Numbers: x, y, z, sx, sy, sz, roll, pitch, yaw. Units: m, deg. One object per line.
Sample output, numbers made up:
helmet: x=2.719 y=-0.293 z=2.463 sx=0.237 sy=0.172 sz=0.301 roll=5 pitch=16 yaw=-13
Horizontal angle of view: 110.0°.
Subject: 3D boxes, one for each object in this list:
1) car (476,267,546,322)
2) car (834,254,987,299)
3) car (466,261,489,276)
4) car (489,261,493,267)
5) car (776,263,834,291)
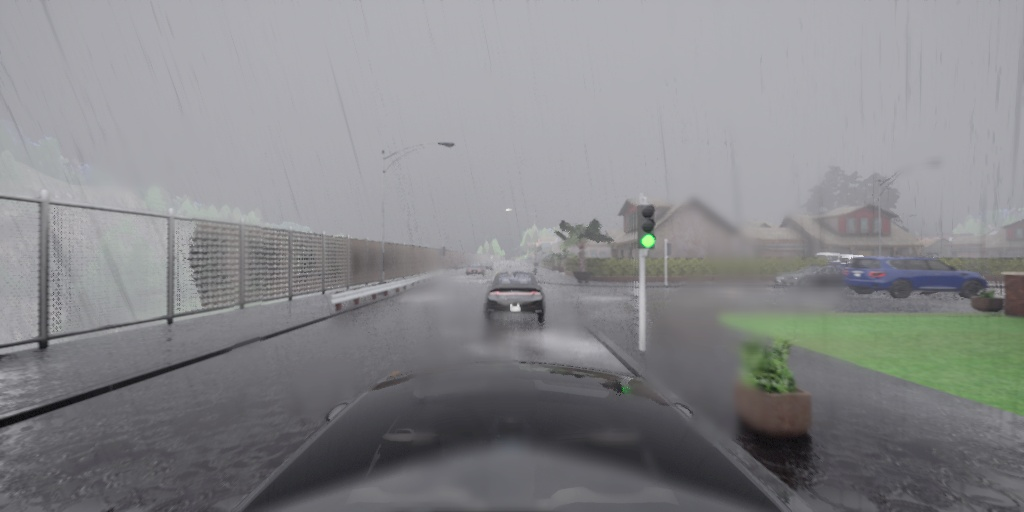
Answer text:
car: x=0.098 y=1.301 z=12.626 sx=2.128 sy=1.511 sz=4.902 roll=0 pitch=0 yaw=0
car: x=20.259 y=1.060 z=18.208 sx=5.566 sy=2.045 sz=2.150 roll=0 pitch=0 yaw=1
car: x=-4.082 y=1.525 z=40.898 sx=1.994 sy=1.385 sz=4.181 roll=0 pitch=0 yaw=0
car: x=-4.033 y=1.561 z=58.070 sx=1.837 sy=1.490 sz=4.892 roll=0 pitch=0 yaw=0
car: x=19.212 y=1.352 z=22.349 sx=4.902 sy=1.511 sz=2.128 roll=0 pitch=0 yaw=0
